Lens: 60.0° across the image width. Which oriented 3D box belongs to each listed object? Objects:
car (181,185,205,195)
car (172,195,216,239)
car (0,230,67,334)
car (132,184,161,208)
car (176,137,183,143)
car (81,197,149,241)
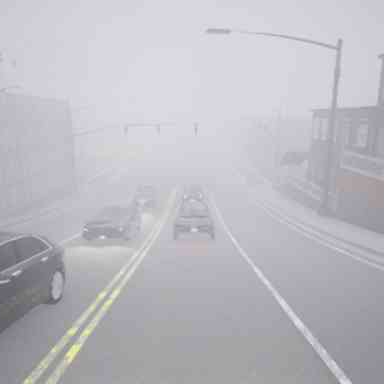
[{"bbox_3d":[0.076,0.057,28.236,1.895,1.301,4.718,0,9,0],"label":"car"},{"bbox_3d":[0.091,1.202,15.802,2.128,1.511,4.902,0,3,0],"label":"car"},{"bbox_3d":[-3.552,1.448,5.158,1.837,1.490,4.892,0,0,0],"label":"car"},{"bbox_3d":[-3.549,0.223,26.315,2.128,1.511,4.902,0,8,1],"label":"car"},{"bbox_3d":[-3.526,-14.699,93.778,1.837,1.490,4.892,0,13,0],"label":"car"},{"bbox_3d":[-3.504,1.264,15.655,2.033,1.411,5.357,0,3,0],"label":"car"}]
